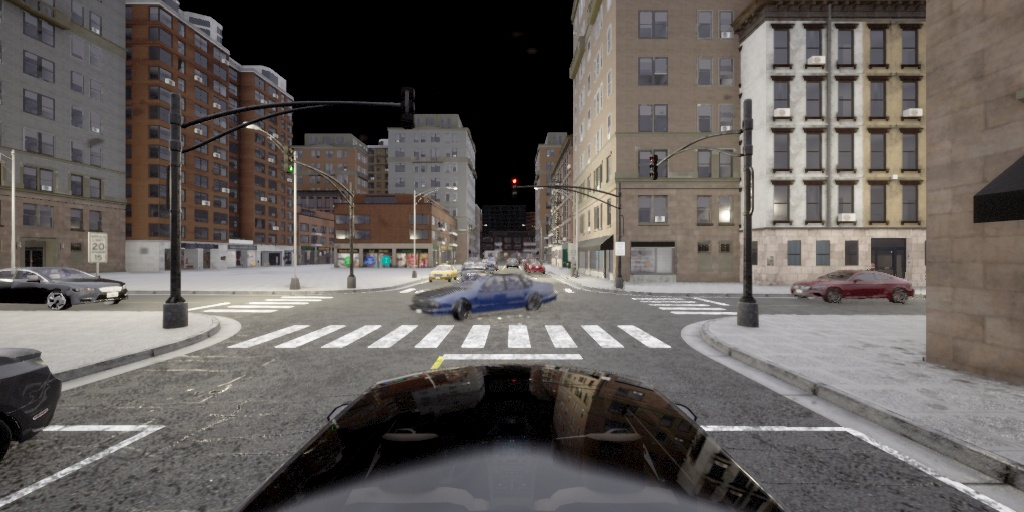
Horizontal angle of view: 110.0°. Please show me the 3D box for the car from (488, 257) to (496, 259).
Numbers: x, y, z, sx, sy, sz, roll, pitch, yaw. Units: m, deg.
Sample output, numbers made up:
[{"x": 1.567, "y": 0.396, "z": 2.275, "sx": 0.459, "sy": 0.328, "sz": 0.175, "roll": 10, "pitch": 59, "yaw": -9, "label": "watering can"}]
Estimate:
[{"x": -2.832, "y": 1.278, "z": 48.195, "sx": 1.812, "sy": 1.442, "sz": 4.674, "roll": 0, "pitch": 0, "yaw": 0, "label": "car"}]

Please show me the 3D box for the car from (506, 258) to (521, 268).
[{"x": 0.100, "y": 1.317, "z": 58.619, "sx": 1.994, "sy": 1.385, "sz": 4.181, "roll": 0, "pitch": 0, "yaw": 1, "label": "car"}]

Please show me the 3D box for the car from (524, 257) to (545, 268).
[{"x": 2.641, "y": 1.191, "z": 39.890, "sx": 1.967, "sy": 1.591, "sz": 4.097, "roll": 0, "pitch": 0, "yaw": 0, "label": "car"}]

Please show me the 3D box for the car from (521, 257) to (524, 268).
[{"x": 2.642, "y": 1.066, "z": 45.552, "sx": 2.192, "sy": 1.841, "sz": 5.009, "roll": 0, "pitch": 0, "yaw": 0, "label": "car"}]

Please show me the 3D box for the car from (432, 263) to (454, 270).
[{"x": -5.385, "y": 1.276, "z": 28.397, "sx": 1.751, "sy": 1.417, "sz": 4.829, "roll": 0, "pitch": 0, "yaw": 0, "label": "car"}]

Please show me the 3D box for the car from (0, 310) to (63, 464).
[{"x": -5.388, "y": 1.300, "z": 1.721, "sx": 2.007, "sy": 1.370, "sz": 4.403, "roll": 0, "pitch": 0, "yaw": 0, "label": "car"}]

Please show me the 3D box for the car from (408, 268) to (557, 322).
[{"x": -0.793, "y": 1.296, "z": 12.590, "sx": 5.357, "sy": 1.411, "sz": 2.033, "roll": 0, "pitch": 0, "yaw": -39, "label": "car"}]

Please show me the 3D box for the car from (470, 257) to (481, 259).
[{"x": -5.383, "y": 1.067, "z": 51.215, "sx": 2.192, "sy": 1.841, "sz": 5.009, "roll": 0, "pitch": 0, "yaw": 0, "label": "car"}]

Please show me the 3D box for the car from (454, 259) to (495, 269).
[{"x": -2.833, "y": 1.242, "z": 28.219, "sx": 2.128, "sy": 1.511, "sz": 4.902, "roll": 0, "pitch": 0, "yaw": 2, "label": "car"}]

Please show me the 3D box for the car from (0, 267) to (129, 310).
[{"x": -17.281, "y": 1.162, "z": 13.387, "sx": 4.902, "sy": 1.511, "sz": 2.128, "roll": 0, "pitch": 0, "yaw": 2, "label": "car"}]

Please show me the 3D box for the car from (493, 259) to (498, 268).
[{"x": -2.841, "y": 1.315, "z": 38.120, "sx": 1.994, "sy": 1.385, "sz": 4.181, "roll": 0, "pitch": 0, "yaw": 0, "label": "car"}]

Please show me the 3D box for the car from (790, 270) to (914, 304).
[{"x": 15.436, "y": 1.361, "z": 16.352, "sx": 4.674, "sy": 1.442, "sz": 1.812, "roll": 0, "pitch": 0, "yaw": 0, "label": "car"}]
